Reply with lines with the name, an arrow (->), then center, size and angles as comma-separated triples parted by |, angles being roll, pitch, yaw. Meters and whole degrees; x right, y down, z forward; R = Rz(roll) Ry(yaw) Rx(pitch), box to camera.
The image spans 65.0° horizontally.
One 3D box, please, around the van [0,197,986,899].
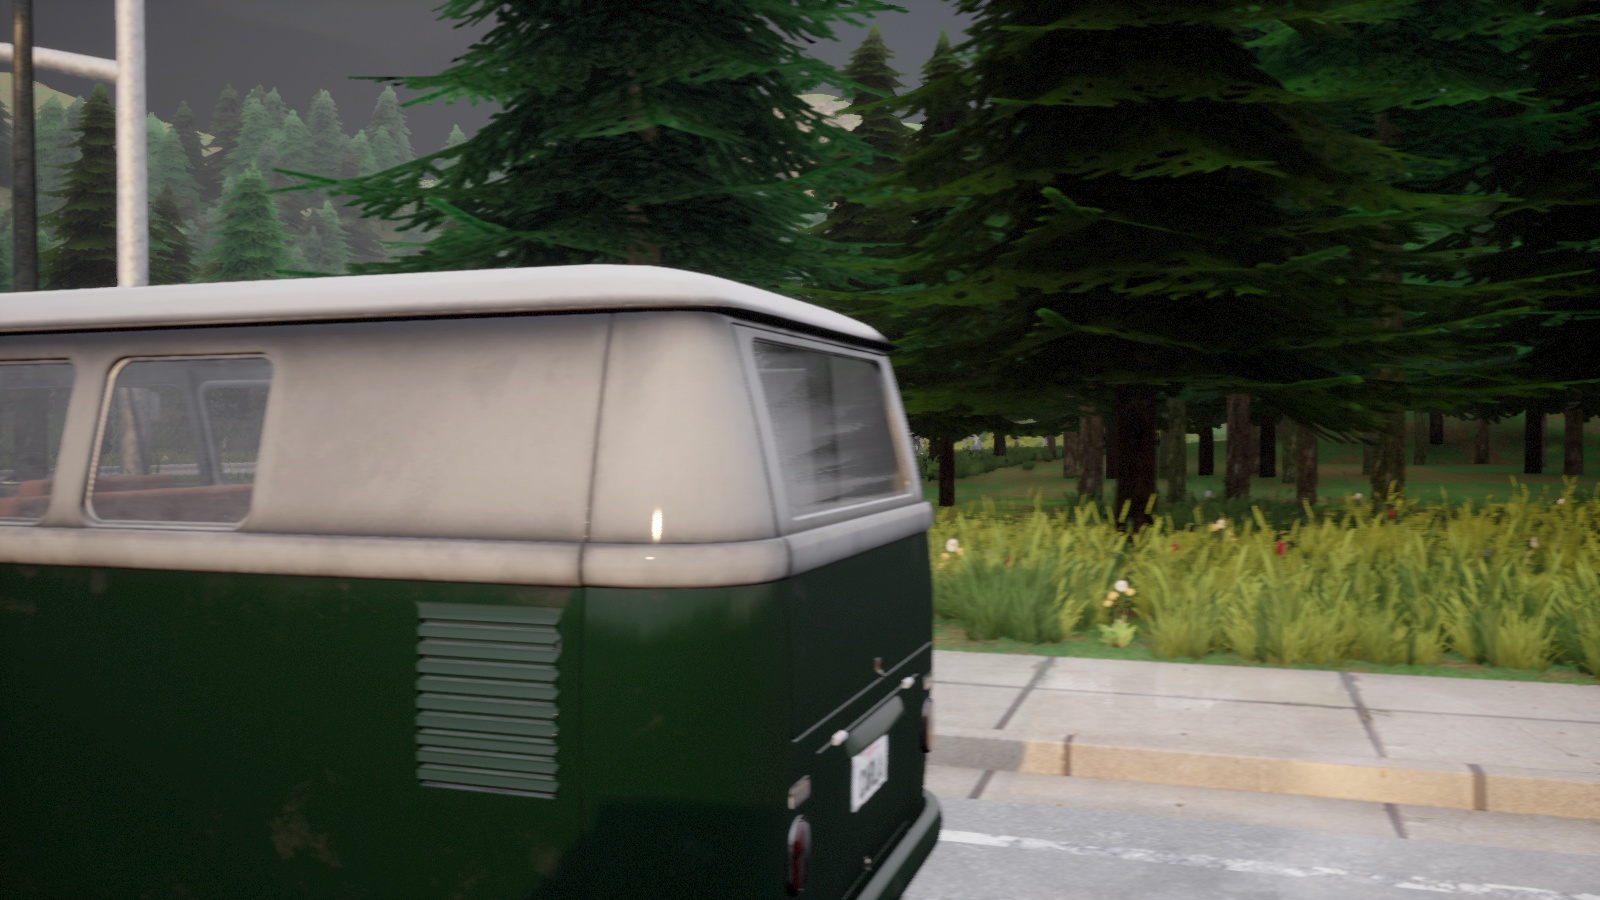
van -> -1.811, 0.512, 3.801 | 4.442, 1.987, 1.775 | 1, 1, 19
